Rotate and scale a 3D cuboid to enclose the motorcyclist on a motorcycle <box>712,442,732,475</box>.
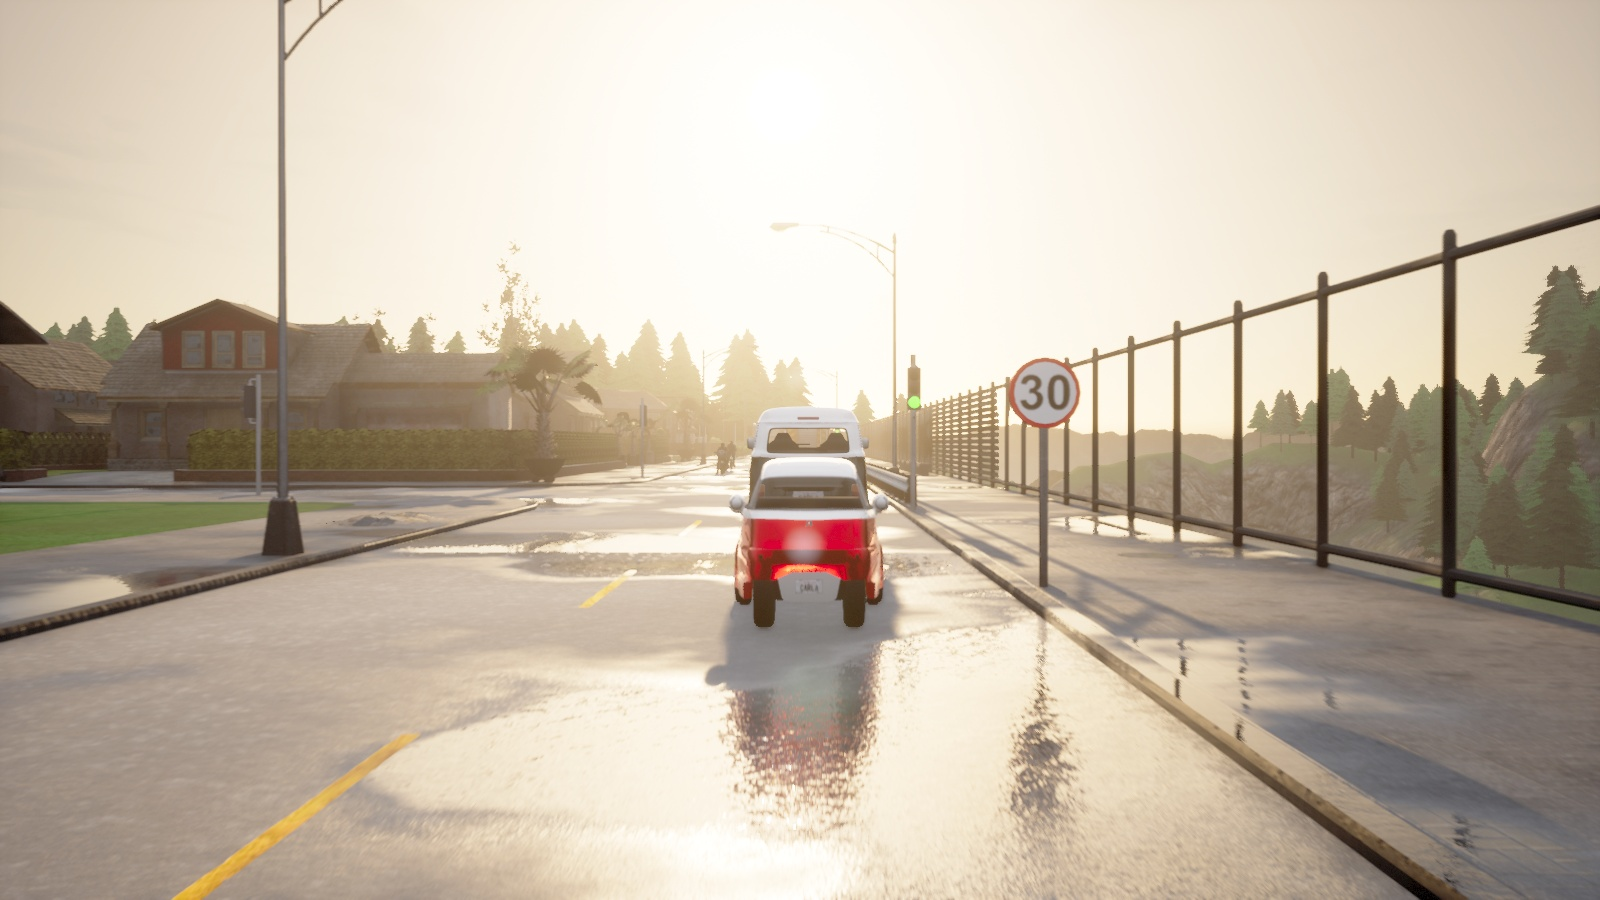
[{"bbox_3d":[-3.649,0.393,59.109,0.797,1.523,2.044,0,0,0],"label":"motorcyclist on a motorcycle"}]

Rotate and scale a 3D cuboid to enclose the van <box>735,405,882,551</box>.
[{"bbox_3d":[0.128,0.362,19.840,2.069,2.038,4.480,0,1,0],"label":"van"}]

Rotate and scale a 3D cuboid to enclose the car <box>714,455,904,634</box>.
[{"bbox_3d":[0.077,0.741,10.919,1.481,1.376,2.207,0,0,0],"label":"car"}]
